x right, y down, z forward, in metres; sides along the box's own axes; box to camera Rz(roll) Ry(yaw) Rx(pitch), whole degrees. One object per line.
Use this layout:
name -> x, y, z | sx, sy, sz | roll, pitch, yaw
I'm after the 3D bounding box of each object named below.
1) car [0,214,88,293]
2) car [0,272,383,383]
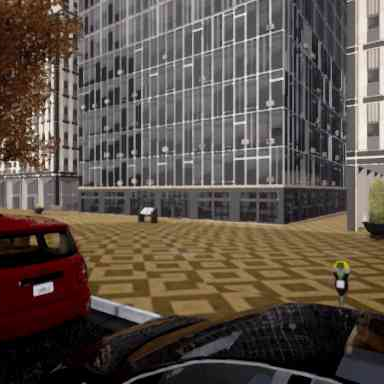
car -> -3.827, 1.306, 5.593 | 5.009, 1.841, 2.192 | 0, 0, 35
car -> 0.676, 1.565, 2.395 | 4.313, 1.339, 1.947 | 0, 0, 35
